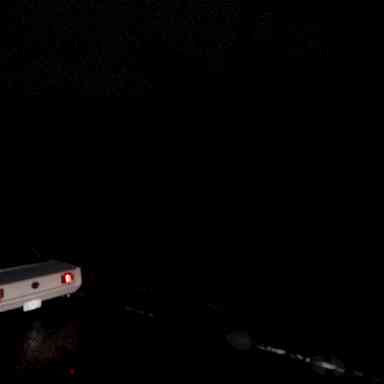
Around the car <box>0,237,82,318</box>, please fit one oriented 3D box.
[{"bbox_3d":[-4.479,1.609,6.870,4.718,1.301,1.895,0,0,35],"label":"car"}]
